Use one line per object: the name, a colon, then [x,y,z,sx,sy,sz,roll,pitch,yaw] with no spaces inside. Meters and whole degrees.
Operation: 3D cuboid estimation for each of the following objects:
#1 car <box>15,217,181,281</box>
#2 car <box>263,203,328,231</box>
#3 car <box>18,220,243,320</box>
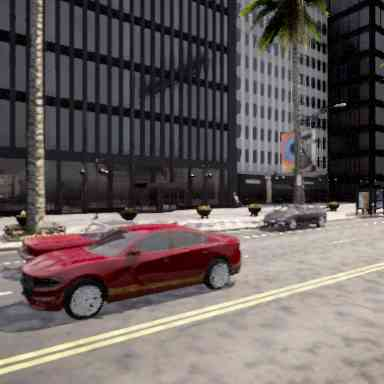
car: [-2.837,1.602,10.568,4.718,1.301,1.895,0,0,-36]
car: [6.563,1.490,20.941,4.892,1.521,2.231,0,0,-35]
car: [-1.074,1.479,7.527,5.008,1.535,1.882,0,0,-35]
